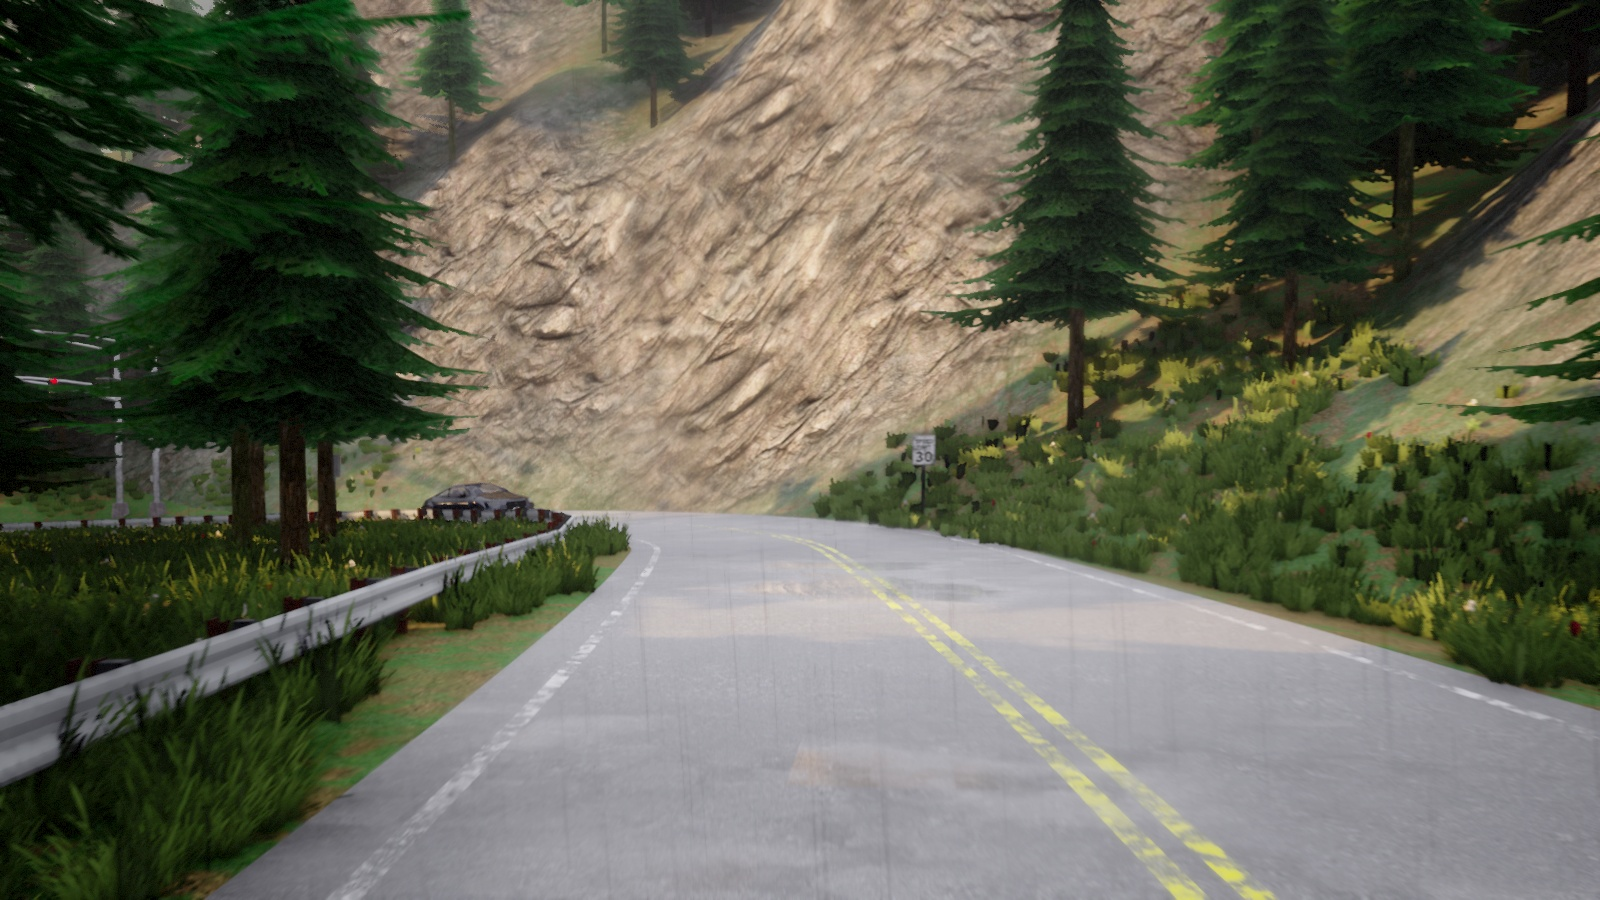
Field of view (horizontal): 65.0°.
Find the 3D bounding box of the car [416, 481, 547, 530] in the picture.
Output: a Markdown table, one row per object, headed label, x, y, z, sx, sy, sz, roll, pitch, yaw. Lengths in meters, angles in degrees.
| label | x | y | z | sx | sy | sz | roll | pitch | yaw |
| --- | --- | --- | --- | --- | --- | --- | --- | --- | --- |
| car | -10.576 | 1.857 | 41.632 | 4.181 | 1.385 | 1.994 | -3 | 1 | 38 |
